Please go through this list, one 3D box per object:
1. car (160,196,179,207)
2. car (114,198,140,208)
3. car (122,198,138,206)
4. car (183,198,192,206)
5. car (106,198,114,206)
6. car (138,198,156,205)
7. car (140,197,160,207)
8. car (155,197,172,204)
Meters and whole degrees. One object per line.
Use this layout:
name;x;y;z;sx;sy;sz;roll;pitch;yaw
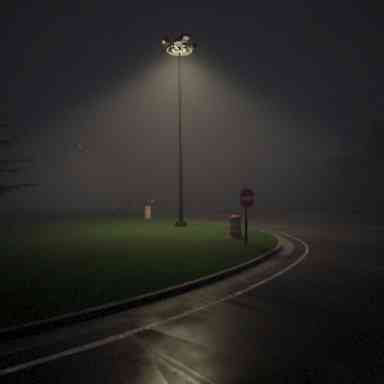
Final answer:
car;-4.507;1.809;58.167;2.033;1.411;5.357;-1;0;-25
car;-10.855;1.809;55.216;2.128;1.511;4.902;-1;0;-25
car;-12.254;1.876;65.947;1.837;1.490;4.892;-1;0;-26
car;-1.517;1.762;60.030;1.812;1.442;4.674;-1;0;-25
car;-15.399;1.904;64.412;1.837;1.490;4.892;-1;0;-26
car;-9.108;1.907;67.482;2.033;1.411;5.357;-1;0;-26
car;-7.656;1.781;56.641;2.128;1.511;4.902;-1;0;-25
car;-5.965;1.702;69.018;1.837;1.490;4.892;-1;0;-26
